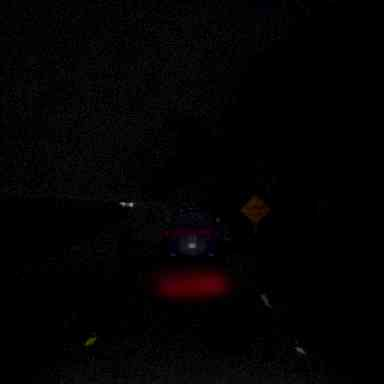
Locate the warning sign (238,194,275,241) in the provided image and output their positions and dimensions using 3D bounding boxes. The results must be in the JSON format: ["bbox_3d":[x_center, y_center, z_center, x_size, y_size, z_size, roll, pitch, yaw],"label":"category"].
[{"bbox_3d":[2.634,1.015,13.788,1.300,1.860,1.060,-1,0,0],"label":"warning sign"}]

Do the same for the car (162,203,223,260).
[{"bbox_3d":[0.036,1.391,12.139,1.882,1.535,5.008,0,0,1],"label":"car"}]

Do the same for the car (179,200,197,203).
[{"bbox_3d":[-0.317,1.341,25.884,2.033,1.411,5.357,0,1,-5],"label":"car"}]

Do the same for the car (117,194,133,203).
[{"bbox_3d":[-11.190,1.048,55.481,1.994,1.385,4.181,0,1,-24],"label":"car"}]
